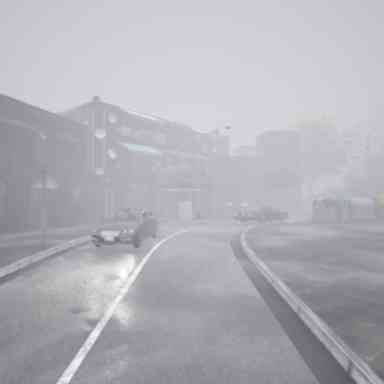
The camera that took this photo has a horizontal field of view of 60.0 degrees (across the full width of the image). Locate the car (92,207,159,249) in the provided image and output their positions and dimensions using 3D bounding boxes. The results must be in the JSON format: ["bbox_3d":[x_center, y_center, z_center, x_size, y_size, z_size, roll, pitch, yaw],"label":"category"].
[{"bbox_3d":[-2.723,1.451,14.548,2.128,1.511,4.902,0,0,7],"label":"car"}]

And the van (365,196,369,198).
[{"bbox_3d":[23.604,1.394,41.299,1.878,1.987,4.442,-3,-1,-12],"label":"van"}]

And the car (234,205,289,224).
[{"bbox_3d":[5.596,1.739,26.287,5.357,1.411,2.033,2,-3,-44],"label":"car"}]
